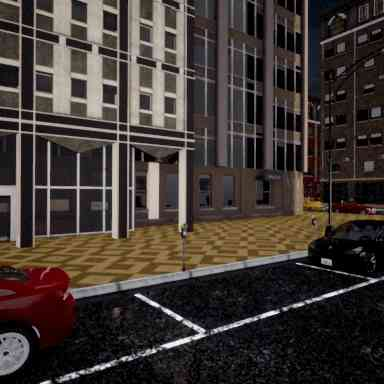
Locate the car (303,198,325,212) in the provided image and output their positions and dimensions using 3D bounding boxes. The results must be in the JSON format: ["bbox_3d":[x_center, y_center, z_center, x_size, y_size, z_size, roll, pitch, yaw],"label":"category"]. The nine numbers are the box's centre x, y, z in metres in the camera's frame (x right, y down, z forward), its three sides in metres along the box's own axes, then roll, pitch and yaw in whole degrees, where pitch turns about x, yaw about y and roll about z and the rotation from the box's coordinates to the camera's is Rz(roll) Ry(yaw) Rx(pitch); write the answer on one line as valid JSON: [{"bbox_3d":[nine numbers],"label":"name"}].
[{"bbox_3d":[12.341,1.468,36.647,1.752,1.417,4.829,0,0,-36],"label":"car"}]

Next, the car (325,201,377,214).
[{"bbox_3d":[15.550,1.535,32.189,1.802,1.307,4.206,0,0,-36],"label":"car"}]

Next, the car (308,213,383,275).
[{"bbox_3d":[5.509,1.567,10.510,4.313,1.339,1.947,0,0,-36],"label":"car"}]

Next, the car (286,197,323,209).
[{"bbox_3d":[15.634,1.500,46.415,1.752,1.417,4.829,0,0,-36],"label":"car"}]

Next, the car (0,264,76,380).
[{"bbox_3d":[-3.740,1.545,3.885,4.507,1.381,1.887,0,0,-36],"label":"car"}]
